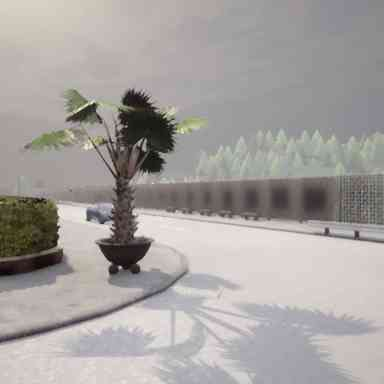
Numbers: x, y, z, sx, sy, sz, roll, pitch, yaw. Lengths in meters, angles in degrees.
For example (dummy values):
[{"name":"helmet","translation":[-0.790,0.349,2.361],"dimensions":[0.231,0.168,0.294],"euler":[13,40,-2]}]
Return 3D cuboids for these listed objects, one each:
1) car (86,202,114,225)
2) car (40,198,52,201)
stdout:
[{"name":"car","translation":[-6.381,1.513,24.409],"dimensions":[1.812,1.442,4.674],"euler":[0,1,-36]},{"name":"car","translation":[-18.311,1.465,41.293],"dimensions":[1.882,1.535,5.008],"euler":[0,0,-35]}]
